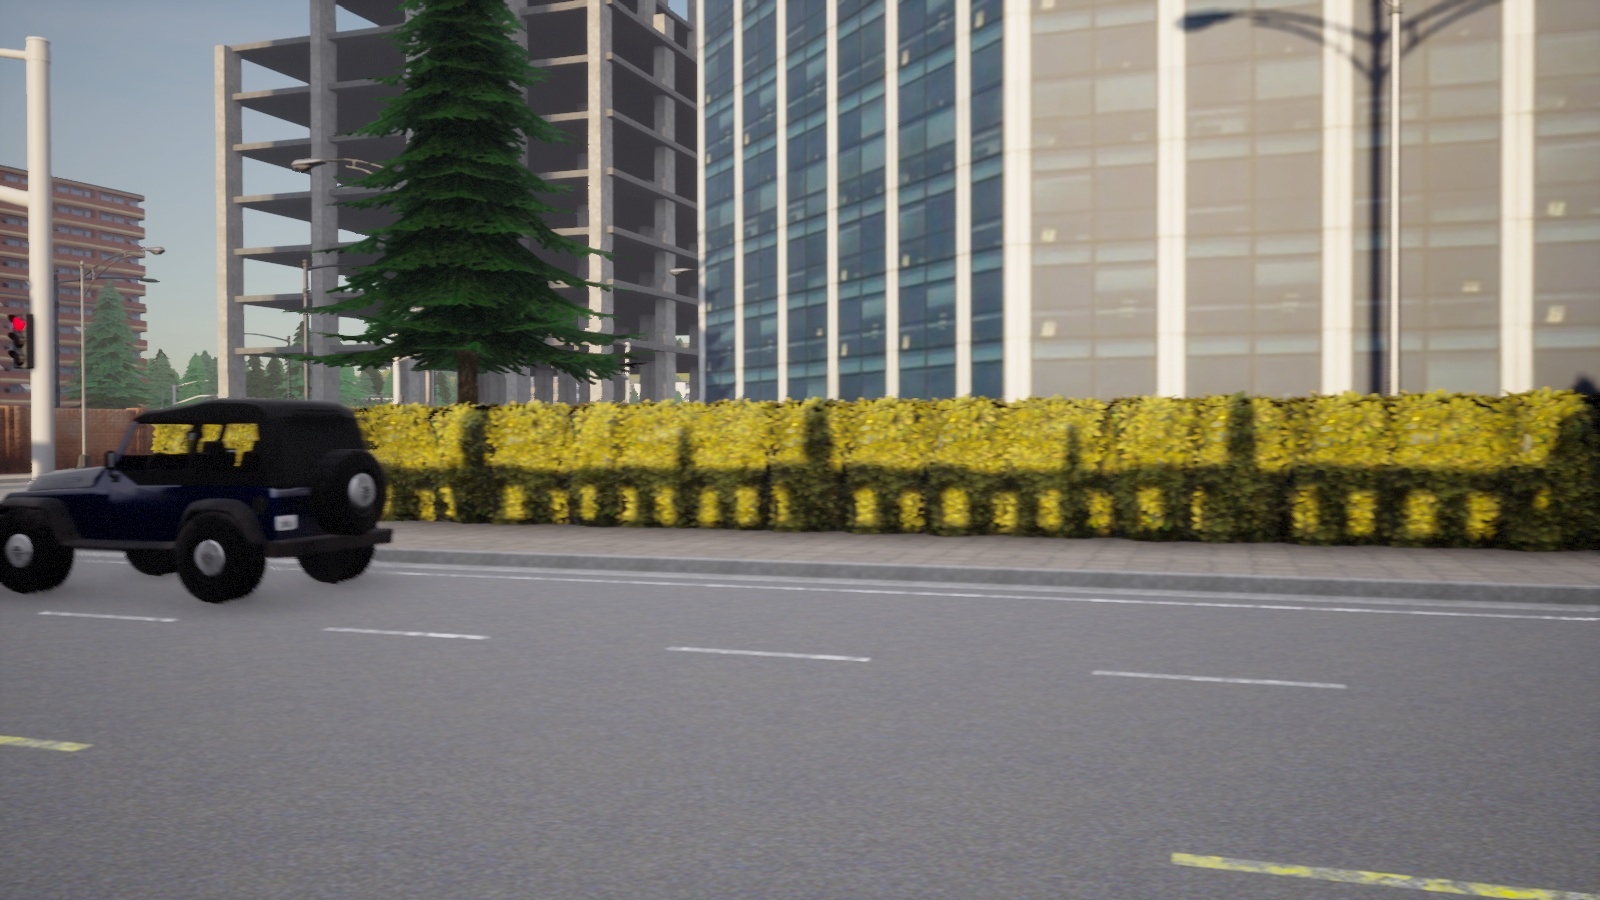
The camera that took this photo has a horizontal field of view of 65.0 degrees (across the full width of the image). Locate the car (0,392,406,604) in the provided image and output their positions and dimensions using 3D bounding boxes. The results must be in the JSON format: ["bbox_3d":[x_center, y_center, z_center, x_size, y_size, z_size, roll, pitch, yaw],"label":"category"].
[{"bbox_3d":[-6.196,0.396,12.659,3.866,1.878,1.905,1,1,19],"label":"car"}]
